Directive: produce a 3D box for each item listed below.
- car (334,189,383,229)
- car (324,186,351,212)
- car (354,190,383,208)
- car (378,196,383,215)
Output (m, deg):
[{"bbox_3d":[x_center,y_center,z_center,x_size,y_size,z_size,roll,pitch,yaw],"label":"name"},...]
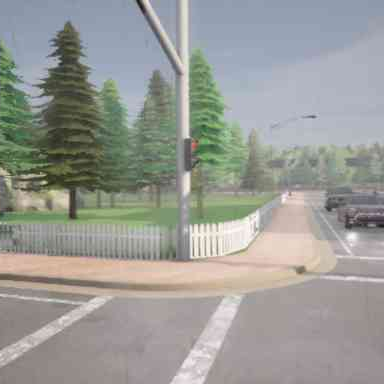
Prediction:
[{"bbox_3d":[8.962,0.898,17.449,2.097,1.767,4.553,0,1,18],"label":"car"},{"bbox_3d":[12.203,0.531,27.608,2.150,2.045,5.566,0,1,18],"label":"car"},{"bbox_3d":[17.520,0.638,32.707,2.128,1.511,4.902,0,1,18],"label":"car"},{"bbox_3d":[14.351,0.977,22.845,1.895,1.301,4.718,0,1,18],"label":"car"}]
